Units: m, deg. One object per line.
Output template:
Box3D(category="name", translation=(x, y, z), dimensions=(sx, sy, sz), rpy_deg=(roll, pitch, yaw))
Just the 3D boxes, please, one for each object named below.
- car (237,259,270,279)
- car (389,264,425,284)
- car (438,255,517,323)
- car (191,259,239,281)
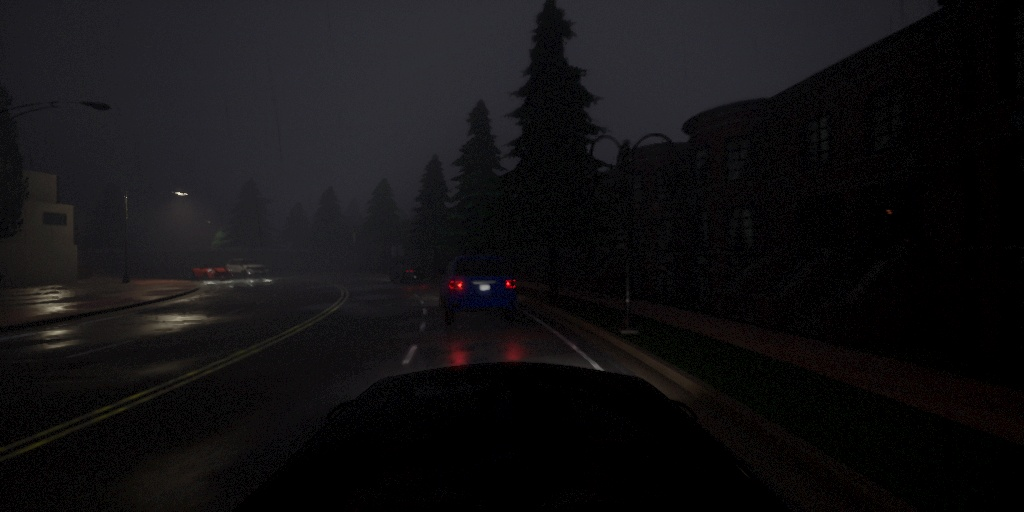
Box3D(category="car", translation=(-28.473, 1.313, 38.604), dimensions=(5.566, 2.045, 2.150), rpy_deg=(0, 0, 30))
Box3D(category="car", translation=(-8.696, 1.399, 29.372), dimensions=(2.128, 1.511, 4.902), rpy_deg=(0, 0, -33))
Box3D(category="car", translation=(-1.359, 1.013, 12.634), dimensions=(2.150, 2.045, 5.566), rpy_deg=(0, -1, -13))
Box3D(category="car", translation=(-28.950, 1.436, 34.688), dimensions=(4.553, 1.767, 2.097), rpy_deg=(-1, 0, 32))
